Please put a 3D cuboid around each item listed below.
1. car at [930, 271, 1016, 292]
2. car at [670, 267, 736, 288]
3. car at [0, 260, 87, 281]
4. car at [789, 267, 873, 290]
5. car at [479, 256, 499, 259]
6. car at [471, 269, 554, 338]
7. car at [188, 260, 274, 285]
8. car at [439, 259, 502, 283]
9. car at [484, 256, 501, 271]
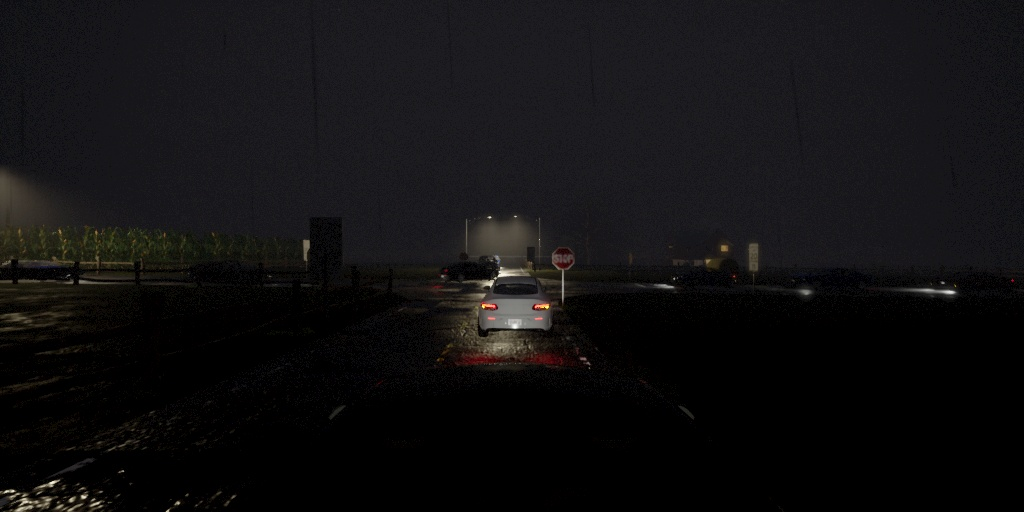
[{"bbox_3d":[32.621,1.777,25.435,4.181,1.385,1.994,1,1,1],"label":"car"},{"bbox_3d":[13.671,1.495,25.778,4.181,1.385,1.994,1,1,1],"label":"car"},{"bbox_3d":[-31.327,0.939,23.654,4.718,1.301,1.895,1,1,1],"label":"car"},{"bbox_3d":[22.661,1.540,25.619,5.008,1.535,1.882,1,1,1],"label":"car"},{"bbox_3d":[-2.815,0.960,41.158,2.150,2.045,5.566,0,0,0],"label":"car"},{"bbox_3d":[0.136,1.273,10.104,1.812,1.442,4.674,0,0,2],"label":"car"},{"bbox_3d":[-18.241,1.014,23.412,4.902,1.511,2.128,1,1,1],"label":"car"},{"bbox_3d":[-3.153,1.189,27.120,4.892,1.490,1.837,0,2,-42],"label":"car"},{"bbox_3d":[-2.802,0.958,51.666,2.150,2.045,5.566,0,0,0],"label":"car"}]
